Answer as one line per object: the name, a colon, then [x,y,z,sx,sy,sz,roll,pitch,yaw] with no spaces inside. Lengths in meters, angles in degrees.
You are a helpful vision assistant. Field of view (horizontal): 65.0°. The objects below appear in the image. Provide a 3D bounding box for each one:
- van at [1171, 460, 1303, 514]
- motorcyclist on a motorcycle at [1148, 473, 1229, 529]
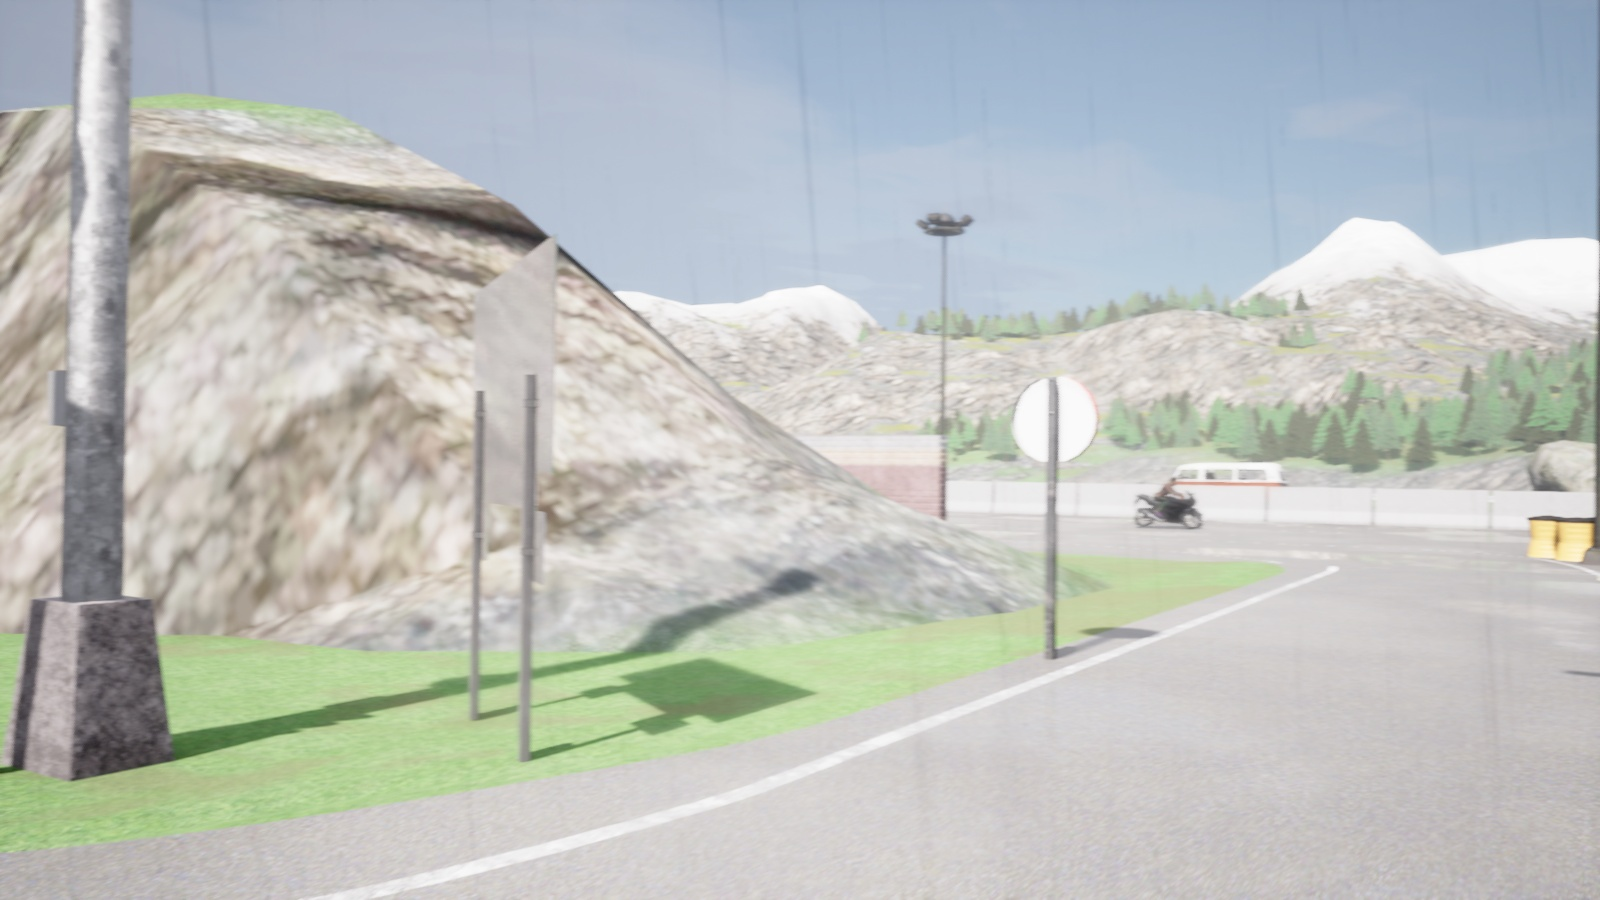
van: [17.006,1.403,48.913,4.480,2.038,2.069,0,-1,33]
motorcyclist on a motorcycle: [11.141,1.454,36.039,2.044,1.523,0.797,1,0,33]
